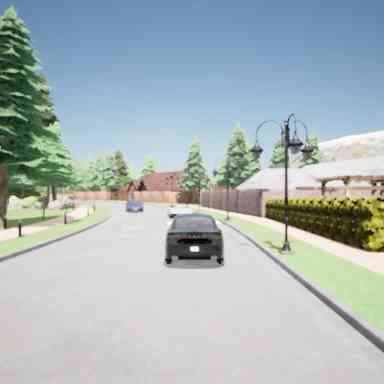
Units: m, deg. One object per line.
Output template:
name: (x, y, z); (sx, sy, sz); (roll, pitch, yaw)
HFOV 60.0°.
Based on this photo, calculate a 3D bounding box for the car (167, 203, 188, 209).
car: (-1.247, 1.690, 30.363); (1.895, 1.301, 4.718); (0, 0, -9)

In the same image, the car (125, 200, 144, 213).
car: (-6.707, 1.639, 38.570); (1.812, 1.442, 4.674); (0, 0, -15)

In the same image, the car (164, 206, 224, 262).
car: (0.063, 1.513, 12.225); (1.882, 1.535, 5.008); (0, 0, 0)
